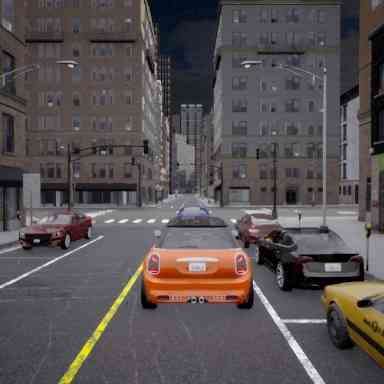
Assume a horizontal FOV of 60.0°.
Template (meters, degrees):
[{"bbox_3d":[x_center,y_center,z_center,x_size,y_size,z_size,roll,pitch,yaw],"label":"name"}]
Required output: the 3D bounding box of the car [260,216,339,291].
[{"bbox_3d":[2.866,1.564,8.832,1.947,1.339,4.313,-1,0,0],"label":"car"}]

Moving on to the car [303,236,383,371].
[{"bbox_3d":[2.866,1.524,3.416,1.752,1.417,4.829,-1,0,0],"label":"car"}]

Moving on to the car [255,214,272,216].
[{"bbox_3d":[2.866,1.578,14.418,1.802,1.307,4.206,-1,0,0],"label":"car"}]

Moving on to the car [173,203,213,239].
[{"bbox_3d":[0.099,1.473,18.318,1.882,1.535,5.008,0,0,1],"label":"car"}]

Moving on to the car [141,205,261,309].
[{"bbox_3d":[0.097,1.350,8.028,2.097,1.767,4.553,0,0,0],"label":"car"}]

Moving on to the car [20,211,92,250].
[{"bbox_3d":[-5.680,1.541,14.414,1.887,1.381,4.507,-1,0,0],"label":"car"}]
